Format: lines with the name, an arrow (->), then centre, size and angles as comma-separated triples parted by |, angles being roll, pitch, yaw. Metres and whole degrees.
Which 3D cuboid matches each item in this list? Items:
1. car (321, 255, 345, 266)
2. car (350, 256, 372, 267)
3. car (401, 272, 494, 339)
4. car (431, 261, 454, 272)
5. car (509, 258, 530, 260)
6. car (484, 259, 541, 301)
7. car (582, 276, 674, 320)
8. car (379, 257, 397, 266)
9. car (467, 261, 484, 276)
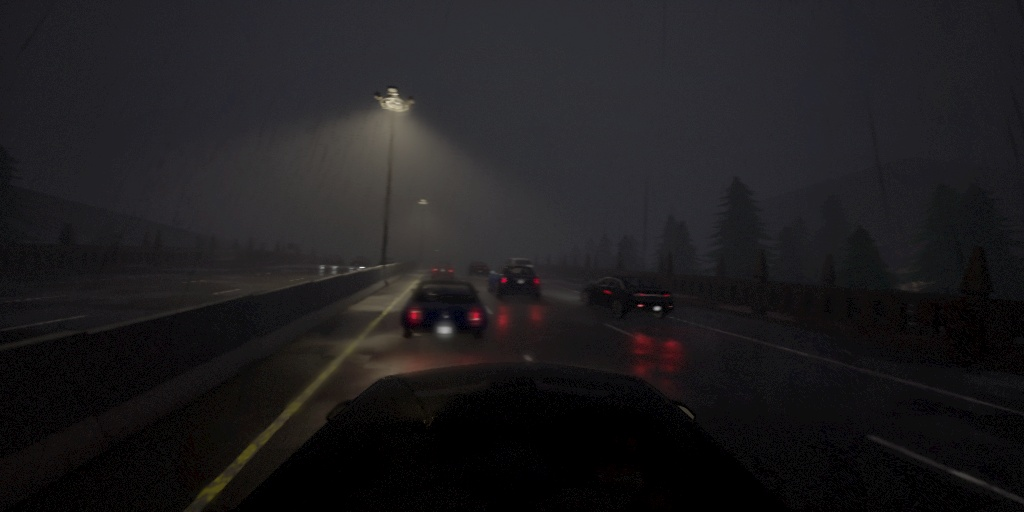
car -> -23.575, 0.539, 47.518 | 1.812, 1.442, 4.674 | 3, -2, -11
car -> -20.106, 0.728, 47.984 | 2.033, 1.411, 5.357 | 3, -2, -11
car -> -1.856, 1.304, 9.894 | 1.895, 1.301, 4.718 | 3, 0, -11
car -> -5.949, 1.181, 30.824 | 2.033, 1.411, 5.357 | 3, 0, -11
car -> 0.501, 1.200, 34.413 | 2.150, 2.045, 5.566 | 3, 0, -11
car -> 0.007, 1.204, 18.643 | 2.097, 1.767, 4.553 | 3, 0, -11
car -> 4.397, 1.536, 14.376 | 2.128, 1.511, 4.902 | 3, 0, -11
car -> -16.674, 0.904, 48.651 | 2.033, 1.411, 5.357 | 3, -2, -11
car -> -3.461, 1.271, 36.327 | 1.882, 1.535, 5.008 | 3, 0, -11
